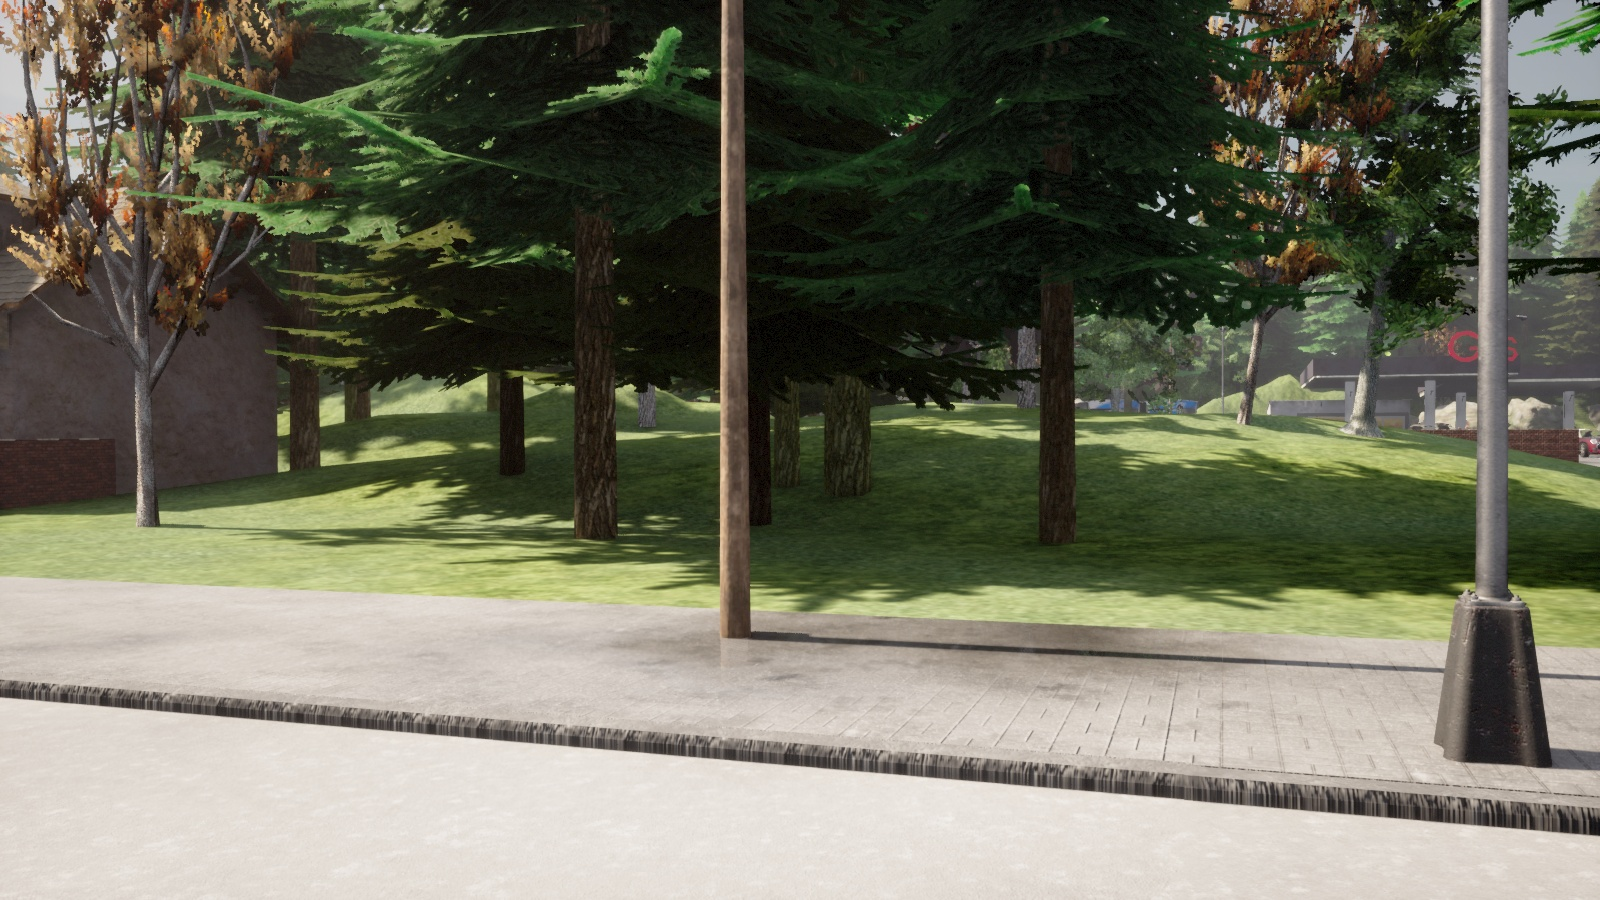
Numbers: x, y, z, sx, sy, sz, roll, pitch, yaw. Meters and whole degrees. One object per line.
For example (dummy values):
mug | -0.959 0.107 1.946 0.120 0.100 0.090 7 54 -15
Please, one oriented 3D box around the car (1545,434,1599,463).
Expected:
car | 40.964 -0.101 65.411 1.970 1.475 3.806 0 1 -1

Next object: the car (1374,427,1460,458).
car | 38.042 -0.454 77.466 4.605 1.855 1.932 1 1 30
